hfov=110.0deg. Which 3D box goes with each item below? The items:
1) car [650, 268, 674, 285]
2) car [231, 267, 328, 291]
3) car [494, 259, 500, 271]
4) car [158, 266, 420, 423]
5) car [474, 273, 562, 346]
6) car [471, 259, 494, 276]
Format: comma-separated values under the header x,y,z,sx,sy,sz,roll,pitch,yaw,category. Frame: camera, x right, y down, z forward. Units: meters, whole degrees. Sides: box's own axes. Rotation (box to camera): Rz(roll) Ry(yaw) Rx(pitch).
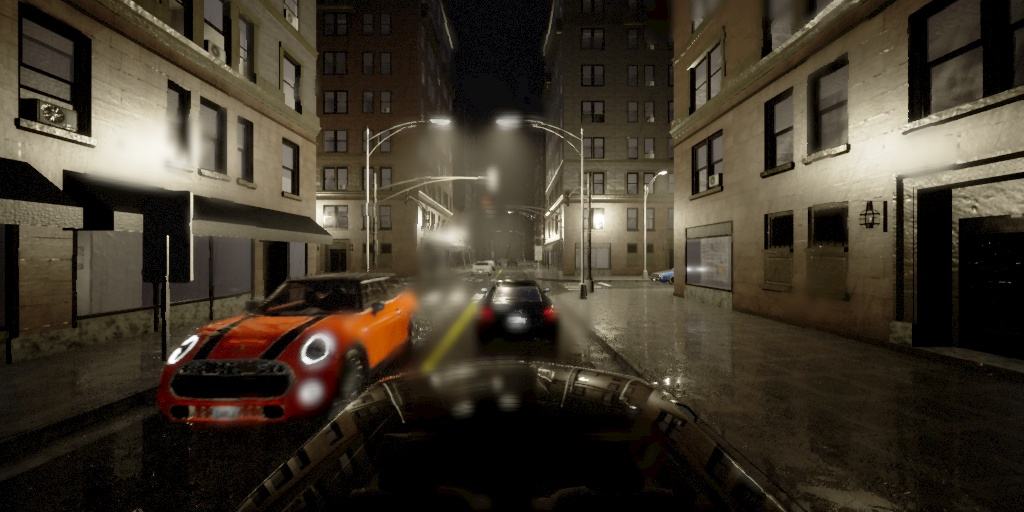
x,y,z,sx,sy,sz,roll,pitch,yaw,category
12.613,1.261,25.119,5.357,1.411,2.033,0,0,0,car
-14.028,1.387,21.829,4.718,1.301,1.895,0,0,0,car
-3.103,1.293,48.291,2.033,1.411,5.357,0,0,0,car
-3.099,1.101,6.123,2.097,1.767,4.553,0,0,0,car
0.114,1.314,9.458,1.994,1.385,4.181,0,0,-1,car
-3.110,1.274,37.295,1.812,1.442,4.674,0,0,-1,car
